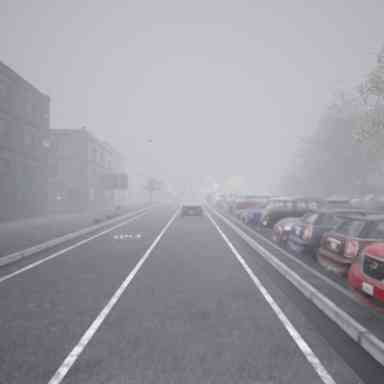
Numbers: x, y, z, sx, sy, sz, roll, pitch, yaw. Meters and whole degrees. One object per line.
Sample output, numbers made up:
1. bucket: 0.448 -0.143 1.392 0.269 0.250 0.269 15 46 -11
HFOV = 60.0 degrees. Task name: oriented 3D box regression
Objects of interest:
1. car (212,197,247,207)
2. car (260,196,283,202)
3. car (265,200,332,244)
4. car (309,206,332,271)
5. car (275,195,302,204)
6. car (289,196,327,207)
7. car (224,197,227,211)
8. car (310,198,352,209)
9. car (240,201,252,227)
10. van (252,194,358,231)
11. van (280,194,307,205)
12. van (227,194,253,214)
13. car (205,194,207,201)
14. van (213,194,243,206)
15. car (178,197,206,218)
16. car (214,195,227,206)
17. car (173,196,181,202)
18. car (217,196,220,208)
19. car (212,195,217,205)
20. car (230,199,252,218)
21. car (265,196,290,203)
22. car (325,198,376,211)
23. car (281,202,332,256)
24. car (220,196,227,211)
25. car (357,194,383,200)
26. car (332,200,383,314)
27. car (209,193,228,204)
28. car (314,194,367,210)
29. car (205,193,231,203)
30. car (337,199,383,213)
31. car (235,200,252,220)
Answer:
1. car: 5.591 1.489 50.301 5.008 1.535 2.097 0 0 0
2. car: 18.659 1.626 78.284 5.008 1.535 2.097 0 -1 0
3. car: 5.684 1.347 13.862 4.553 1.767 2.185 0 0 0
4. car: 5.630 1.350 8.255 4.553 1.767 2.185 0 0 0
5. car: 18.631 1.406 64.361 4.553 1.767 2.185 0 0 0
6. car: 18.486 1.495 53.223 5.366 1.575 1.946 0 0 0
7. car: 5.656 1.493 30.681 4.792 1.488 2.163 0 0 0
8. car: 18.713 1.506 44.867 4.792 1.488 2.163 0 0 0
9. car: 5.639 1.469 19.468 5.008 1.535 2.097 0 0 0
10. van: 5.532 1.245 16.665 4.442 1.987 1.878 0 0 0
11. van: 18.779 1.295 61.581 4.442 1.987 1.878 0 0 0
12. van: 5.514 1.239 27.878 4.442 1.987 1.878 0 0 0
13. car: 5.610 1.279 64.317 5.566 2.045 2.435 0 0 0
14. van: 5.708 1.271 53.106 4.442 1.987 1.878 0 0 0
15. car: -0.002 1.513 29.836 1.882 1.535 5.008 0 0 0
16. car: 5.580 1.498 41.892 4.792 1.488 2.163 0 0 0
17. car: -3.264 1.552 74.293 2.033 1.411 5.357 0 0 0
18. car: 5.613 1.462 36.285 5.008 1.535 2.097 0 0 0
19. car: 5.600 1.475 44.690 4.892 1.521 2.231 0 0 0
20. car: 5.606 1.496 25.075 4.792 1.488 2.163 0 0 0
21. car: 18.667 1.578 72.716 5.008 1.535 2.097 0 -1 0
22. car: 18.688 1.467 39.297 5.008 1.535 2.097 0 0 0
23. car: 5.626 1.348 11.058 4.553 1.767 2.185 0 0 0
24. car: 5.808 1.459 33.485 5.366 1.575 1.946 0 0 0
25. car: 18.677 1.214 31.067 5.566 2.045 2.435 0 0 0
26. car: 5.638 1.225 5.452 5.566 2.045 2.435 0 0 0
27. car: 5.629 1.230 47.498 5.566 2.045 2.435 0 0 0
28. car: 18.660 1.219 42.084 5.566 2.045 2.435 0 0 0
29. car: 5.611 1.326 72.727 5.566 2.045 2.435 0 0 0
30. car: 18.694 1.504 36.636 4.674 1.452 2.002 0 0 0
31. car: 5.611 1.498 22.271 4.792 1.488 2.163 0 0 0
